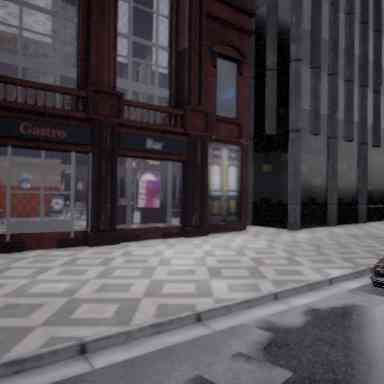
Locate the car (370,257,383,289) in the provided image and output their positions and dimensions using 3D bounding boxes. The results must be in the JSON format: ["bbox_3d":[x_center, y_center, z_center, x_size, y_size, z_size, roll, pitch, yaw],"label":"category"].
[{"bbox_3d":[6.454,1.562,7.981,5.357,1.411,2.033,0,0,-35],"label":"car"}]
